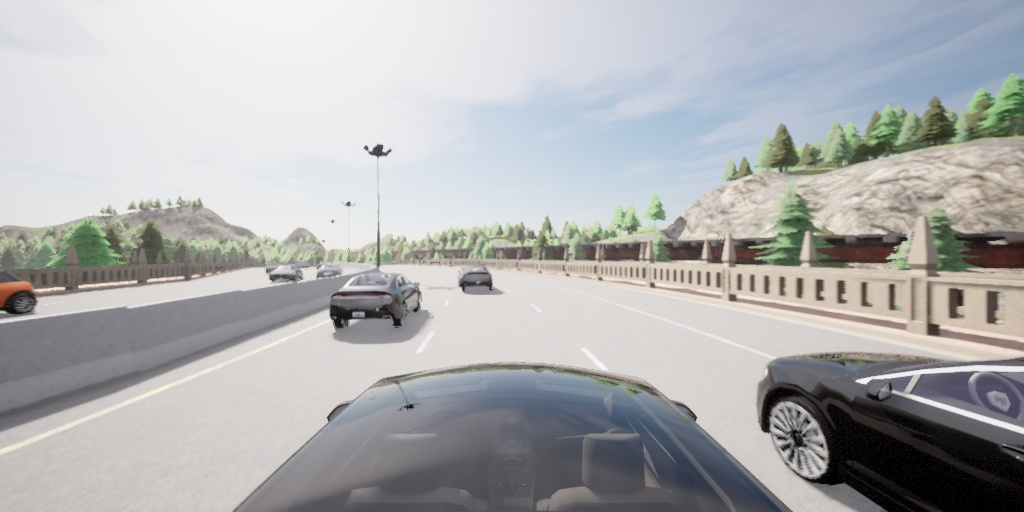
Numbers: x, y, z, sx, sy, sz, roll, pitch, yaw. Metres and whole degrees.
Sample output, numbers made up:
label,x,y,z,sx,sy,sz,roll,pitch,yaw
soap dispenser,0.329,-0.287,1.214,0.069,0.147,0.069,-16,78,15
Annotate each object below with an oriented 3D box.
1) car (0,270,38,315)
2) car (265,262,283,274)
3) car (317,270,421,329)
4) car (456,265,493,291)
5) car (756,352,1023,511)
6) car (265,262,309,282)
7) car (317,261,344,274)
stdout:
label,x,y,z,sx,sy,sz,roll,pitch,yaw
car,-18.371,1.214,11.175,2.097,1.767,4.553,0,0,-8
car,-32.154,1.621,48.581,1.812,1.442,4.674,0,0,-30
car,-4.133,1.282,11.510,2.128,1.511,4.902,0,0,-6
car,-2.364,1.294,22.376,2.128,1.511,4.902,0,0,-12
car,3.448,1.227,1.736,2.128,1.511,4.902,0,0,0
car,-19.753,1.492,31.645,2.033,1.411,5.357,0,0,-20
car,-16.430,1.412,32.580,2.128,1.511,4.902,0,0,-21
